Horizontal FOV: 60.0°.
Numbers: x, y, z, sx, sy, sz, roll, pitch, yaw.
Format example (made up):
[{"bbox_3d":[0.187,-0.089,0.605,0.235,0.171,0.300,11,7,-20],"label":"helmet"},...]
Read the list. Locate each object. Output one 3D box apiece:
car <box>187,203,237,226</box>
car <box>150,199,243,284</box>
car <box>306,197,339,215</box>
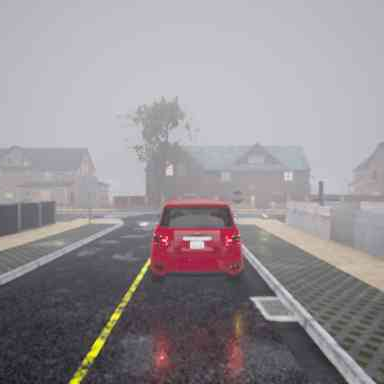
[{"bbox_3d":[1.648,1.555,24.927,2.033,1.411,5.357,0,-1,23],"label":"car"},{"bbox_3d":[0.102,1.210,9.672,2.150,2.045,5.566,0,0,0],"label":"car"},{"bbox_3d":[11.351,1.289,30.446,4.553,1.767,2.097,0,1,1],"label":"car"}]
